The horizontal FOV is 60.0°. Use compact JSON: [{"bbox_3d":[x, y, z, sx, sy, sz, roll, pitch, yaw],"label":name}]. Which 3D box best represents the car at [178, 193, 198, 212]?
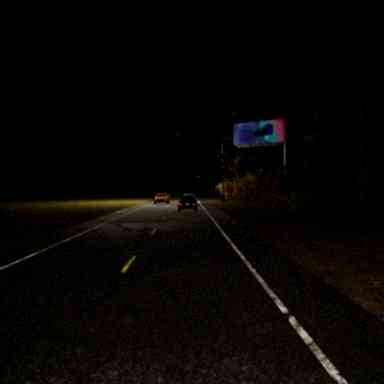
[{"bbox_3d":[-0.402,1.121,32.136,2.033,1.411,5.357,0,1,0],"label":"car"}]

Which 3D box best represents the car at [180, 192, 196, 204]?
[{"bbox_3d":[-0.576,0.862,47.407,2.128,1.511,4.902,0,1,0],"label":"car"}]

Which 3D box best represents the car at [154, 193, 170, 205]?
[{"bbox_3d":[-4.130,0.901,46.169,1.882,1.535,5.008,0,1,-1],"label":"car"}]
